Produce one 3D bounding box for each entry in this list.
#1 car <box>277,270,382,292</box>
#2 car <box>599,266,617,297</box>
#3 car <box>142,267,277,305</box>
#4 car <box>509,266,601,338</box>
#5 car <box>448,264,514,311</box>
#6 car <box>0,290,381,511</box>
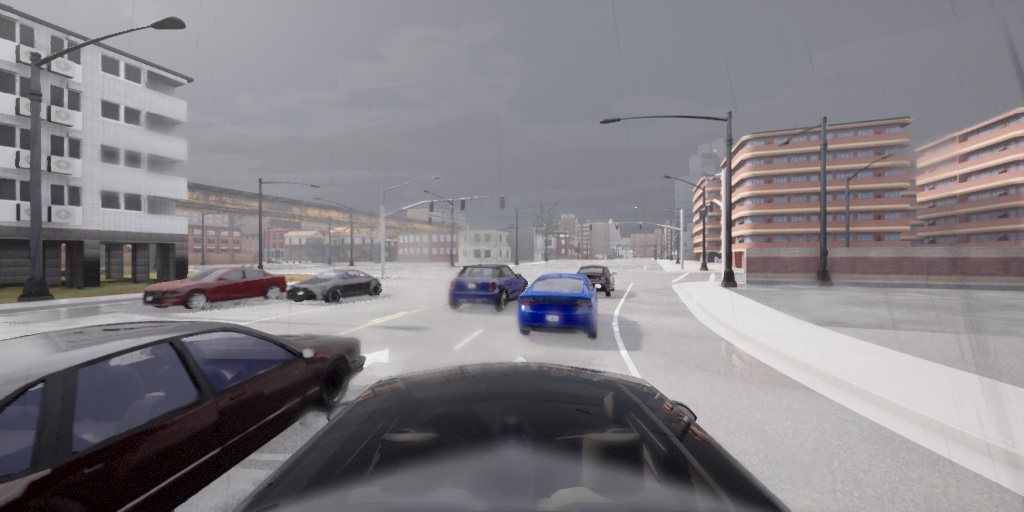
[{"bbox_3d":[-7.911,1.313,16.348,1.994,1.385,4.181,0,0,18],"label":"car"},{"bbox_3d":[4.447,1.253,19.236,1.837,1.490,4.892,0,0,19],"label":"car"},{"bbox_3d":[-11.981,1.226,14.926,1.882,1.535,5.008,0,0,16],"label":"car"},{"bbox_3d":[1.501,1.227,10.319,1.882,1.535,5.008,0,0,14],"label":"car"},{"bbox_3d":[-0.782,1.100,14.749,2.097,1.767,4.553,0,0,17],"label":"car"},{"bbox_3d":[-3.250,1.297,3.030,2.033,1.411,5.357,0,0,3],"label":"car"}]
